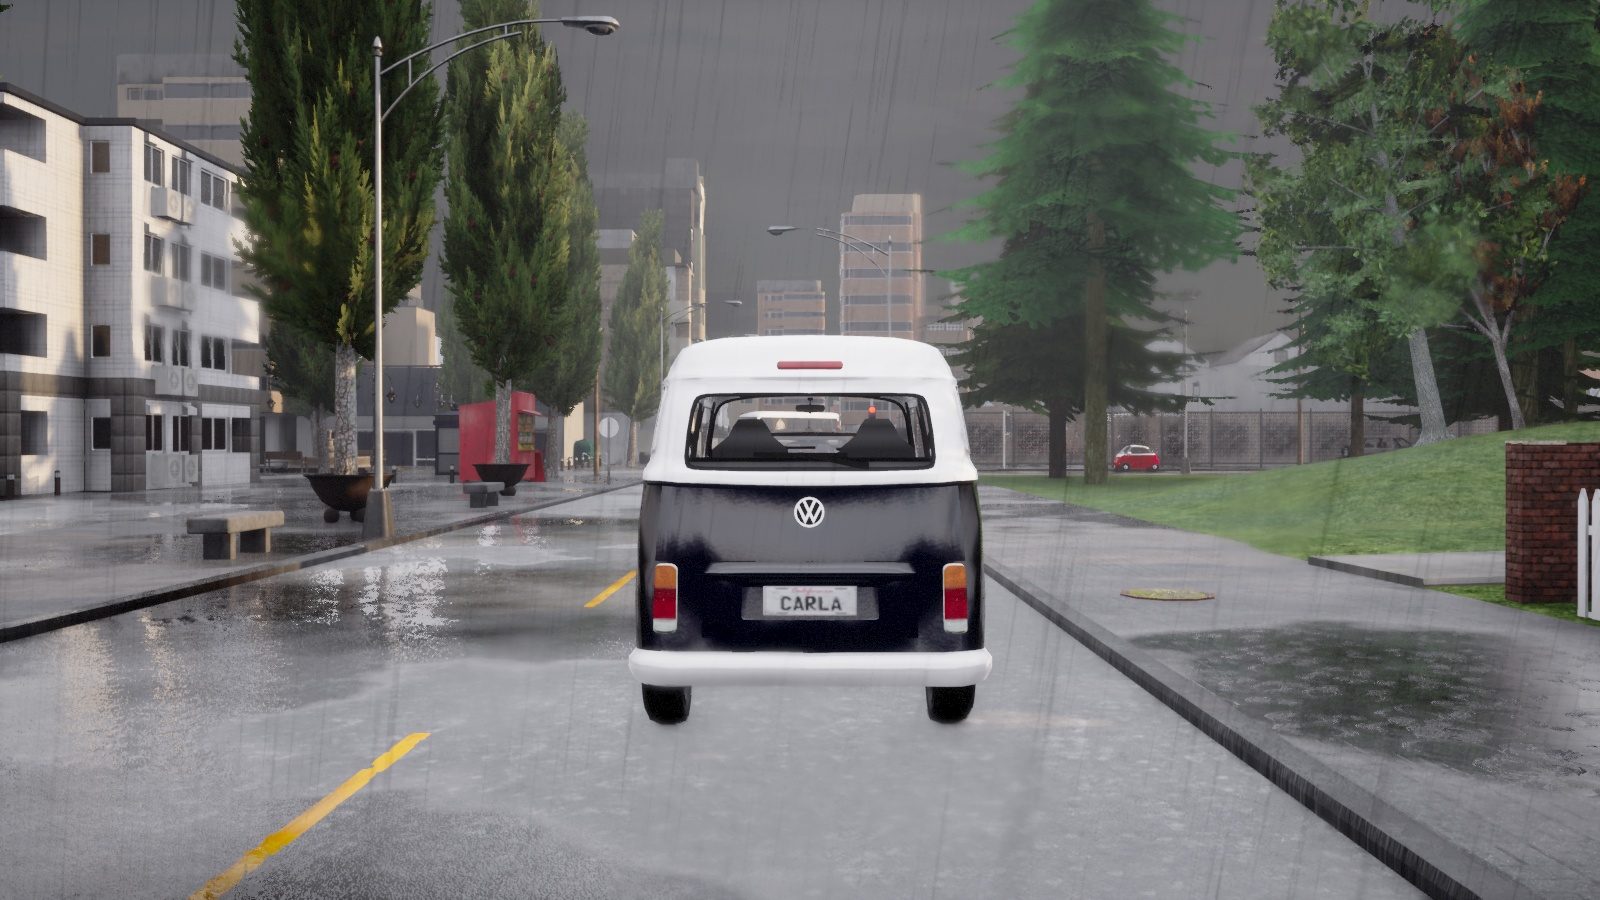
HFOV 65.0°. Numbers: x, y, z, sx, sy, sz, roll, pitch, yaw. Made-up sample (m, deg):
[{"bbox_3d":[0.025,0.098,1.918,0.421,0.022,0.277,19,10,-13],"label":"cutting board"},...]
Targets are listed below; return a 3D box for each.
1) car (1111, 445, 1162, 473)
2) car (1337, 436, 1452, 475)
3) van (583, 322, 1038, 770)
[{"bbox_3d":[17.163,0.453,64.179,2.207,1.376,1.481,0,0,0],"label":"car"},{"bbox_3d":[28.419,0.247,60.119,4.605,1.855,1.932,0,0,0],"label":"car"},{"bbox_3d":[0.064,0.425,7.961,2.069,2.038,4.480,0,0,0],"label":"van"}]
